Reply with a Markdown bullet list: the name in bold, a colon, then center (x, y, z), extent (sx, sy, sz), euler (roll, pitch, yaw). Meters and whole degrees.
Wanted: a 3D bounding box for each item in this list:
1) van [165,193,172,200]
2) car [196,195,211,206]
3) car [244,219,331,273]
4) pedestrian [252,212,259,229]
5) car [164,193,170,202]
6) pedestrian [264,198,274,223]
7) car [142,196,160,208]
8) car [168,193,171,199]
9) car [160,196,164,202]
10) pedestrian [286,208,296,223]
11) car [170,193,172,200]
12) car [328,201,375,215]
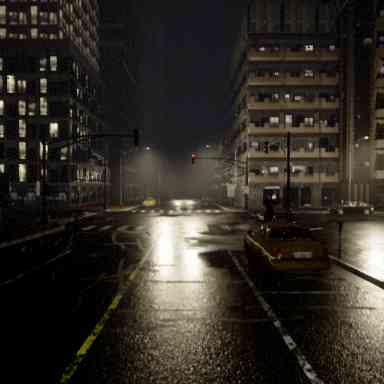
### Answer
- **van**: center (-6.513, 1.287, 93.464), extent (1.690, 1.788, 3.998), euler (-1, 0, 0)
- **car**: center (2.213, 1.517, 53.956), extent (2.008, 1.369, 4.403), euler (-1, 0, 0)
- **car**: center (2.719, 1.518, 10.519), extent (1.752, 1.417, 4.829), euler (-1, 0, 0)
- **pedestrian**: center (3.873, 1.661, 19.890), extent (0.500, 1.100, 0.500), euler (-1, 1, 0)
- **car**: center (-6.314, 1.502, 70.846), extent (1.887, 1.381, 4.507), euler (-1, 0, 0)
- **pedestrian**: center (4.344, 1.123, 18.685), extent (0.375, 1.860, 0.375), euler (-1, 1, 0)
- **car**: center (-6.116, 1.495, 48.059), extent (1.752, 1.417, 4.829), euler (-1, 0, 0)
- **car**: center (-6.362, 1.537, 76.501), extent (1.802, 1.307, 4.206), euler (-1, 0, 0)
- **car**: center (-6.166, 1.532, 53.883), extent (1.947, 1.339, 4.313), euler (-1, 0, 0)
- **pedestrian**: center (5.691, 1.130, 19.296), extent (0.375, 1.860, 0.375), euler (-1, 1, 0)
- **car**: center (-6.412, 1.497, 82.155), extent (1.887, 1.381, 4.507), euler (-1, 0, 0)
- **car**: center (16.027, 1.611, 33.599), extent (4.403, 1.369, 2.008), euler (0, 1, 0)
